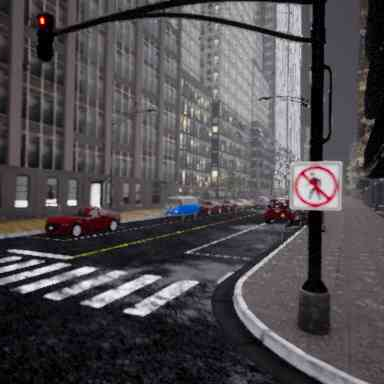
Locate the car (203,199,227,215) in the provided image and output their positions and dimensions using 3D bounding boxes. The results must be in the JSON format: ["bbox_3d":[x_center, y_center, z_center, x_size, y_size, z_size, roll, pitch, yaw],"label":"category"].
[{"bbox_3d":[1.517,1.492,33.015,1.887,1.381,4.507,2,1,25],"label":"car"}]

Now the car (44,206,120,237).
[{"bbox_3d":[-5.653,1.456,17.632,1.887,1.381,4.507,2,1,25],"label":"car"}]

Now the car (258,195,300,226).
[{"bbox_3d":[6.730,1.362,24.351,2.192,1.841,5.009,2,1,25],"label":"car"}]

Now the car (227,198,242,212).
[{"bbox_3d":[3.906,1.504,38.142,1.887,1.381,4.507,2,1,25],"label":"car"}]

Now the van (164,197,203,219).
[{"bbox_3d":[-0.868,1.276,27.885,1.690,1.788,3.998,2,1,25],"label":"van"}]

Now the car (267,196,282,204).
[{"bbox_3d":[15.855,1.564,63.782,1.887,1.381,4.507,2,1,25],"label":"car"}]

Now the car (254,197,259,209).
[{"bbox_3d":[9.499,1.558,43.908,2.033,1.411,5.357,1,0,26],"label":"car"}]

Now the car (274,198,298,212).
[{"bbox_3d":[11.906,1.542,41.771,2.128,1.511,4.902,1,0,26],"label":"car"}]

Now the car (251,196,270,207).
[{"bbox_3d":[11.078,1.435,53.525,1.967,1.590,4.097,2,1,25],"label":"car"}]

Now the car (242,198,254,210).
[{"bbox_3d":[6.225,1.496,43.117,1.752,1.417,4.829,2,1,25],"label":"car"}]
